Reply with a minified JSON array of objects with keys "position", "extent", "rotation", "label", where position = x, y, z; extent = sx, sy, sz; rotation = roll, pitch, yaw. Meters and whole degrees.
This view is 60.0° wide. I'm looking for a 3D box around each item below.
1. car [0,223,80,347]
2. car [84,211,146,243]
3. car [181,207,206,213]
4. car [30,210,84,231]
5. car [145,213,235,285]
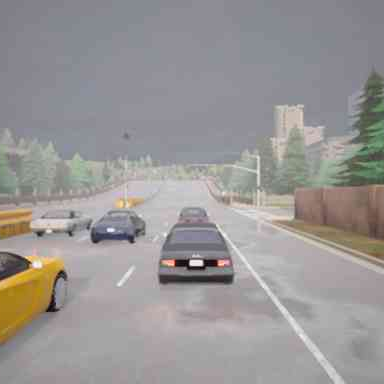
[{"position":[-3.406,1.484,4.662],"extent":[1.882,1.535,5.008],"rotation":[0,0,0],"label":"car"},{"position":[-3.431,1.586,16.118],"extent":[1.994,1.385,4.181],"rotation":[0,0,0],"label":"car"},{"position":[0.091,1.574,19.640],"extent":[2.033,1.411,5.357],"rotation":[0,0,1],"label":"car"},{"position":[-6.930,1.625,18.344],"extent":[1.895,1.301,4.718],"rotation":[0,0,0],"label":"car"},{"position":[0.085,1.560,9.573],"extent":[2.033,1.411,5.357],"rotation":[0,0,0],"label":"car"}]
